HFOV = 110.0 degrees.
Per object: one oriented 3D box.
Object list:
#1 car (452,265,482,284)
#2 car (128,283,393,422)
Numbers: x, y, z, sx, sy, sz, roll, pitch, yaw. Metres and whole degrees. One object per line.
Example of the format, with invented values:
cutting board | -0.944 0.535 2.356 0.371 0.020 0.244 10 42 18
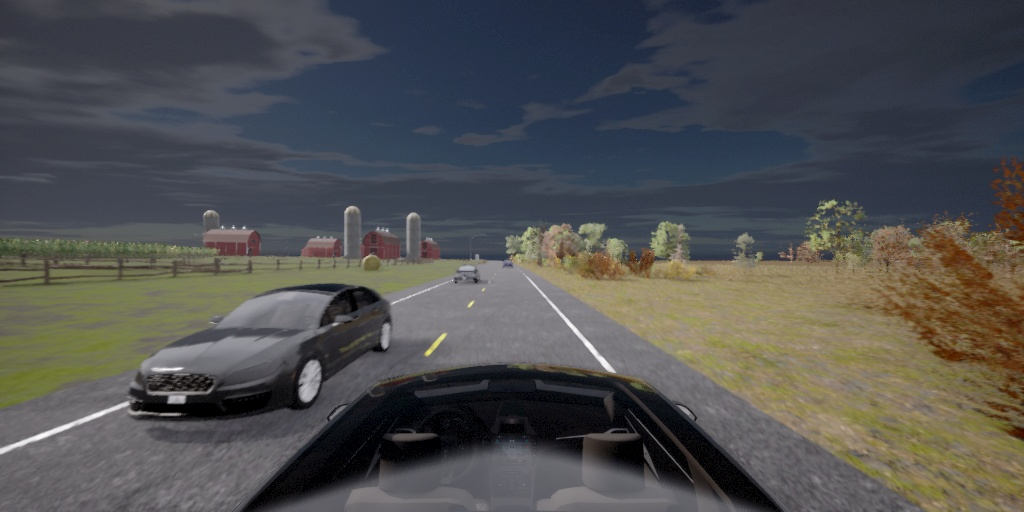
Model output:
car | -3.627 1.449 29.600 1.812 1.442 4.674 0 -1 0
car | -3.589 1.282 6.270 1.837 1.490 4.892 0 0 0
